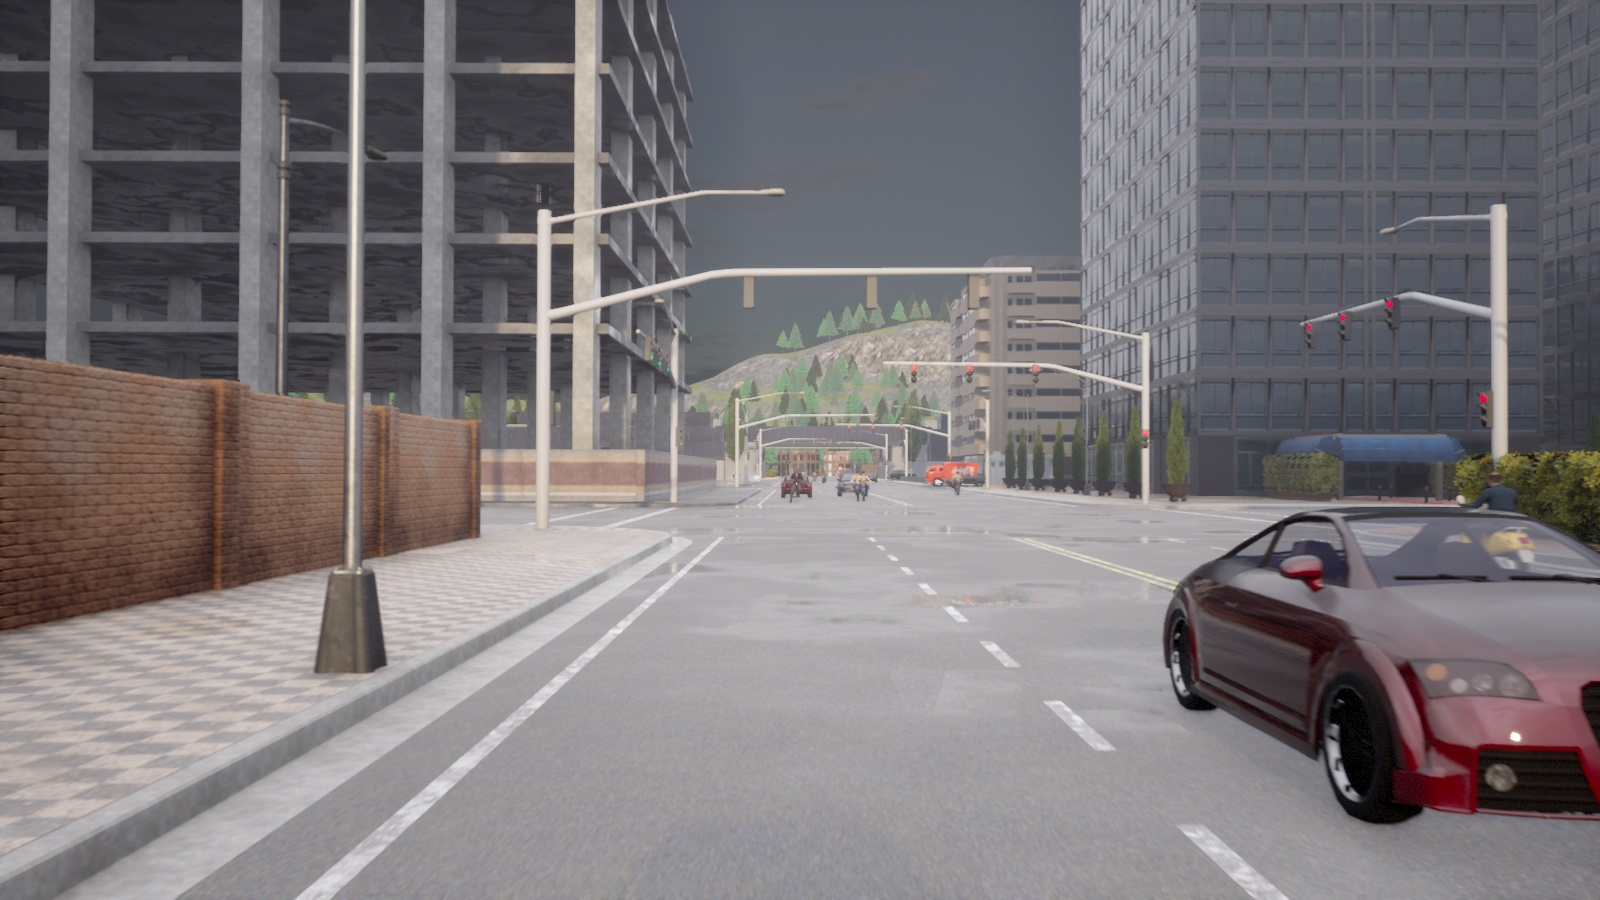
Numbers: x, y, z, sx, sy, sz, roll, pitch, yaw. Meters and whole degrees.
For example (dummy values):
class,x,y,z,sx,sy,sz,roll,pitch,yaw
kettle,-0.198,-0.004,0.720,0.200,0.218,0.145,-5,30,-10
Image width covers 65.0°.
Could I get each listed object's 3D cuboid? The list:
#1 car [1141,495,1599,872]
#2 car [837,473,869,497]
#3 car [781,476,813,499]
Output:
class,x,y,z,sx,sy,sz,roll,pitch,yaw
car,3.482,0.987,7.009,1.994,1.385,4.181,0,-1,0
car,3.307,2.202,79.649,1.812,1.442,4.674,0,-1,0
car,-0.182,2.216,75.286,1.895,1.301,4.718,0,-1,0
